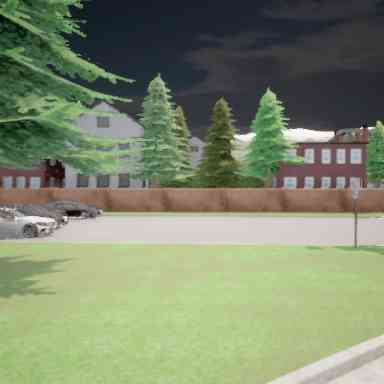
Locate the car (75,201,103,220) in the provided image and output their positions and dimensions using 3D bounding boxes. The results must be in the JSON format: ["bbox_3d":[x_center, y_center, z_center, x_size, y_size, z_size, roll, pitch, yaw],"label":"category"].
[{"bbox_3d":[-9.790,1.453,27.143,4.902,1.511,2.128,0,0,2],"label":"car"}]

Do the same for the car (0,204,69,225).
[{"bbox_3d":[-11.500,1.561,23.707,4.718,1.301,1.895,0,0,2],"label":"car"}]

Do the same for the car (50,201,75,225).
[{"bbox_3d":[-10.048,1.457,20.147,4.902,1.511,2.128,0,0,2],"label":"car"}]

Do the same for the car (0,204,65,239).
[{"bbox_3d":[-9.159,1.495,16.619,4.674,1.442,1.812,0,0,2],"label":"car"}]
